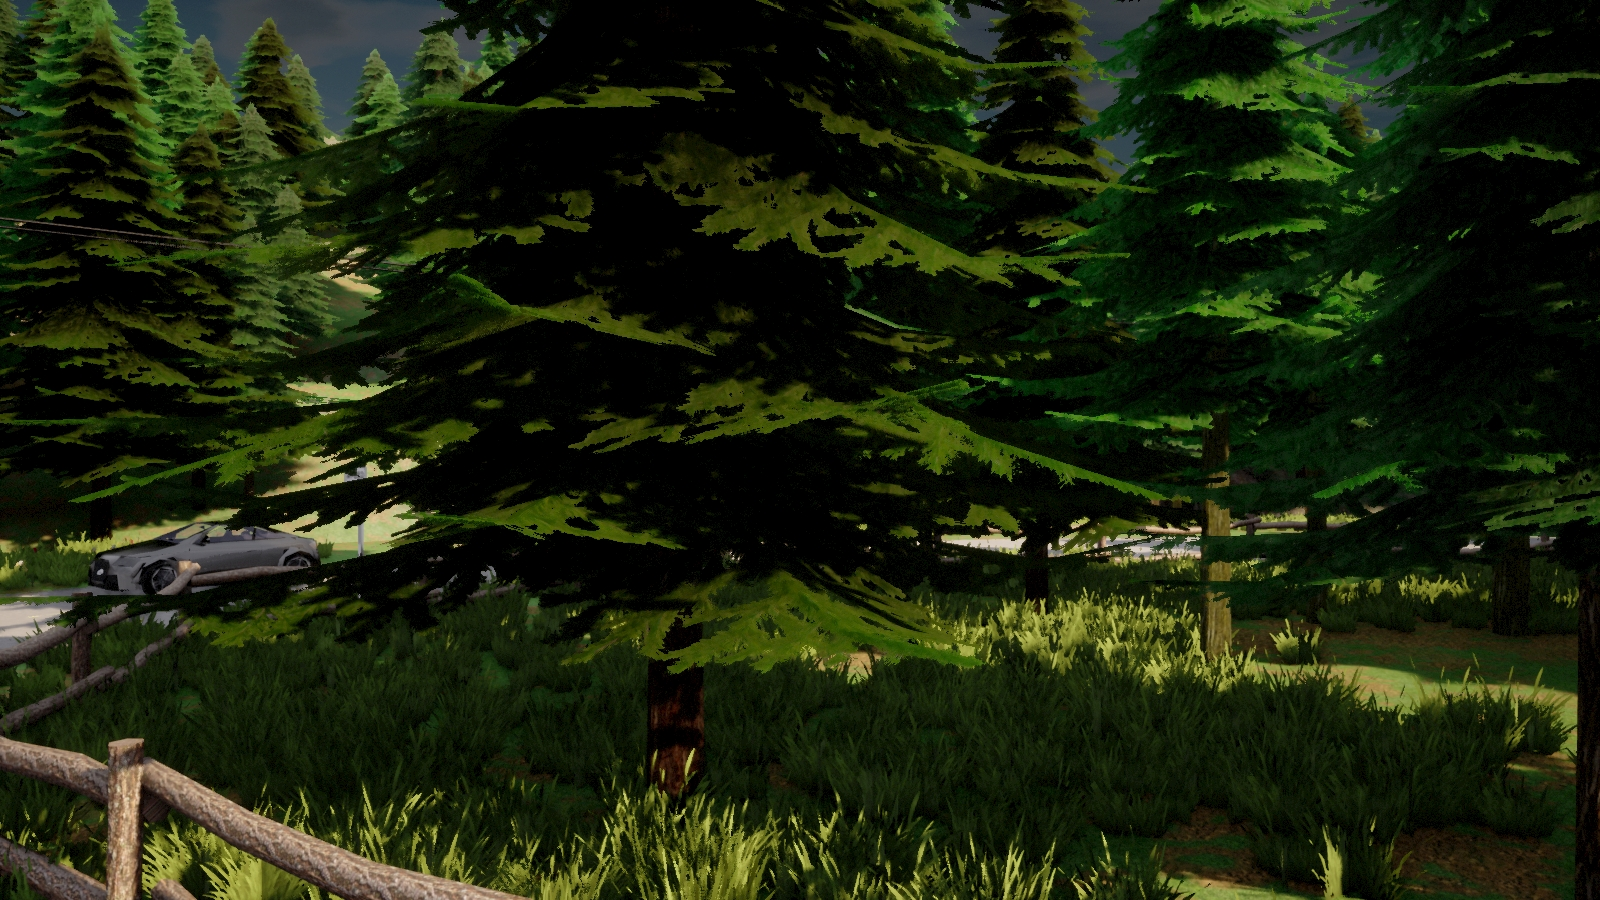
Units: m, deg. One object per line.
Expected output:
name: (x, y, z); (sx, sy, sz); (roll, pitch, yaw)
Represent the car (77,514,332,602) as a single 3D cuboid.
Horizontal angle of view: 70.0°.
car: (-12.055, 2.119, 23.321); (1.994, 1.385, 4.181); (0, 0, 41)
